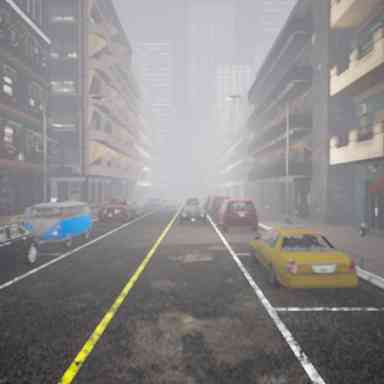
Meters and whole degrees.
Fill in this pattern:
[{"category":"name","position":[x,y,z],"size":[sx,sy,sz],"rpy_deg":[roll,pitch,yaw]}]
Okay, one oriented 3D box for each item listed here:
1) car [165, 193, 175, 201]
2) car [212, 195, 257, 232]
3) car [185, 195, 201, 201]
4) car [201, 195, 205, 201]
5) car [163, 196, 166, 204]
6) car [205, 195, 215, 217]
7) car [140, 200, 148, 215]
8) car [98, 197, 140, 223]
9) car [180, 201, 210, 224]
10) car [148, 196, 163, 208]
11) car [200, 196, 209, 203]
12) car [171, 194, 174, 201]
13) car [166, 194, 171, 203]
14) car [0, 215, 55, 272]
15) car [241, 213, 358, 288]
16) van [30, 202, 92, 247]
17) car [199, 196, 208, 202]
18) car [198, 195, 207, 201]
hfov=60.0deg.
[{"category":"car","position":[-5.759,1.325,87.341],"size":[2.192,1.841,5.009],"rpy_deg":[-1,0,0]},{"category":"car","position":[2.663,1.316,20.093],"size":[2.192,1.841,5.009],"rpy_deg":[-1,0,0]},{"category":"car","position":[0.071,1.508,44.559],"size":[1.837,1.490,4.892],"rpy_deg":[0,0,0]},{"category":"car","position":[2.649,1.318,42.501],"size":[2.192,1.841,5.009],"rpy_deg":[-1,0,0]},{"category":"car","position":[-5.735,1.586,53.729],"size":[1.802,1.307,4.206],"rpy_deg":[-1,0,0]},{"category":"car","position":[2.656,1.317,31.297],"size":[2.192,1.841,5.009],"rpy_deg":[-1,0,0]},{"category":"car","position":[-5.728,1.553,31.321],"size":[2.008,1.369,4.403],"rpy_deg":[-1,0,0]},{"category":"car","position":[-5.710,1.316,25.718],"size":[2.192,1.841,5.009],"rpy_deg":[-1,0,0]},{"category":"car","position":[0.083,1.602,24.805],"size":[1.895,1.301,4.718],"rpy_deg":[0,0,0]},{"category":"car","position":[-5.731,1.586,48.126],"size":[1.802,1.307,4.206],"rpy_deg":[-1,0,0]},{"category":"car","position":[2.634,1.533,70.681],"size":[1.752,1.417,4.829],"rpy_deg":[-1,0,0]},{"category":"car","position":[-5.749,1.559,76.137],"size":[2.008,1.369,4.403],"rpy_deg":[-1,0,0]},{"category":"car","position":[-5.742,1.557,64.933],"size":[2.008,1.369,4.403],"rpy_deg":[-1,0,0]},{"category":"car","position":[-5.674,1.551,8.912],"size":[2.008,1.369,4.403],"rpy_deg":[-1,0,0]},{"category":"car","position":[2.673,1.526,9.059],"size":[1.752,1.417,4.829],"rpy_deg":[-1,0,0]},{"category":"van","position":[-5.680,1.342,14.514],"size":[1.690,1.788,3.998],"rpy_deg":[-1,0,0]},{"category":"car","position":[2.631,1.574,76.113],"size":[1.947,1.339,4.313],"rpy_deg":[-1,0,0]},{"category":"car","position":[2.626,1.449,81.715],"size":[1.967,1.590,4.097],"rpy_deg":[-1,0,0]}]
